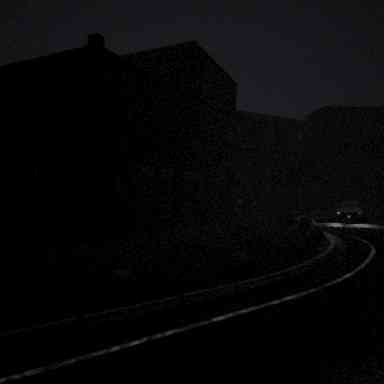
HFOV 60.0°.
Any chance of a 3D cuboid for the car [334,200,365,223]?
[{"bbox_3d":[11.558,1.367,24.366,1.812,1.442,4.674,-1,0,27],"label":"car"}]
